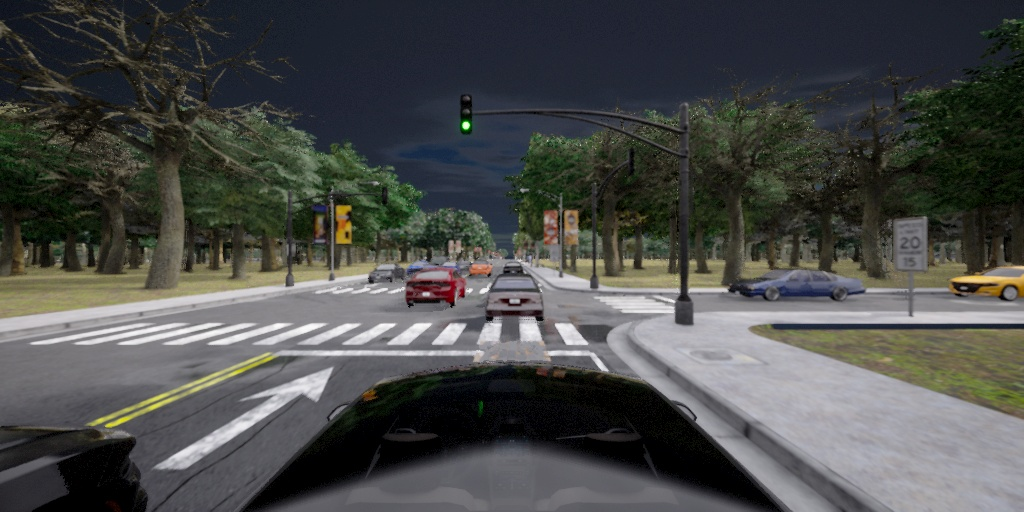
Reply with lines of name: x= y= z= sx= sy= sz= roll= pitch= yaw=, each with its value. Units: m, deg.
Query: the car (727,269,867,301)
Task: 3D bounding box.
car: x=13.101 y=1.303 z=16.648 sx=5.357 sy=1.411 sz=2.033 roll=0 pitch=0 yaw=0

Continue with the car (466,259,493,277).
car: x=-3.116 y=1.175 z=36.968 sx=2.097 sy=1.767 sz=4.553 roll=0 pitch=0 yaw=0

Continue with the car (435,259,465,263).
car: x=-6.551 y=1.352 z=38.136 sx=1.812 sy=1.442 sz=4.674 roll=0 pitch=0 yaw=0

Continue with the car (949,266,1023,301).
car: x=23.469 y=1.220 z=16.627 sx=5.008 sy=1.535 sz=1.882 roll=0 pitch=0 yaw=0

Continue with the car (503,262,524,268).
car: x=0.133 y=1.297 z=35.376 sx=1.882 sy=1.535 sz=5.008 roll=0 pitch=0 yaw=0

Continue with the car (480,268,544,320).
car: x=0.094 y=1.318 z=12.614 sx=2.033 sy=1.411 sz=5.357 roll=0 pitch=0 yaw=0

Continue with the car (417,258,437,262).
car: x=-9.802 y=1.305 z=38.611 sx=1.882 sy=1.535 sz=5.008 roll=0 pitch=0 yaw=0

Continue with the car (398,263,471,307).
car: x=-3.138 y=1.254 z=15.604 sx=1.882 sy=1.535 sz=5.008 roll=0 pitch=0 yaw=0

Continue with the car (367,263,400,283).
car: x=-9.817 y=1.330 z=28.601 sx=1.812 sy=1.442 sz=4.674 roll=0 pitch=0 yaw=0

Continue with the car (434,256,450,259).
car: x=-9.727 y=1.074 z=49.150 sx=2.150 sy=2.045 sz=5.566 roll=0 pitch=0 yaw=1

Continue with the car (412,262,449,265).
car: x=-6.570 y=1.368 z=28.268 sx=1.994 sy=1.385 sz=4.181 roll=0 pitch=0 yaw=1
